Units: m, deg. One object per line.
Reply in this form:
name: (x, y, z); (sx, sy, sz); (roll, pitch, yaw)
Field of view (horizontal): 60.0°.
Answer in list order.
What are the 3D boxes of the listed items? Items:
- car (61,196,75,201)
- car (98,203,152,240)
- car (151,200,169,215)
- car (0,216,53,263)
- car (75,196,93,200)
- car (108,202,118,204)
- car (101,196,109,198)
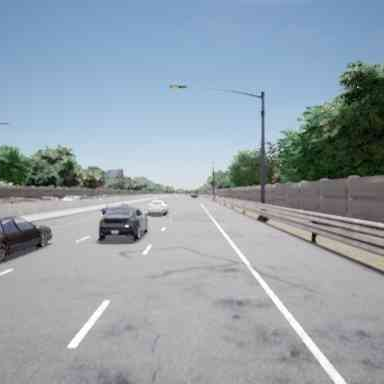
car: (-24.488, 1.550, 66.185); (1.812, 1.442, 4.674); (0, 0, 0)
car: (-3.397, 1.522, 17.074); (1.837, 1.490, 4.892); (0, 0, 0)
car: (-3.394, 1.551, 33.553); (1.812, 1.442, 4.674); (0, 0, 0)
car: (-6.900, 1.560, 11.853); (2.033, 1.411, 5.357); (0, 0, 0)
car: (-20.988, 1.578, 66.184); (1.994, 1.385, 4.181); (0, 0, 0)
car: (-6.895, 1.625, 30.873); (1.895, 1.301, 4.718); (0, 0, 0)
car: (-17.490, 1.579, 66.613); (1.994, 1.385, 4.181); (0, 0, 0)
